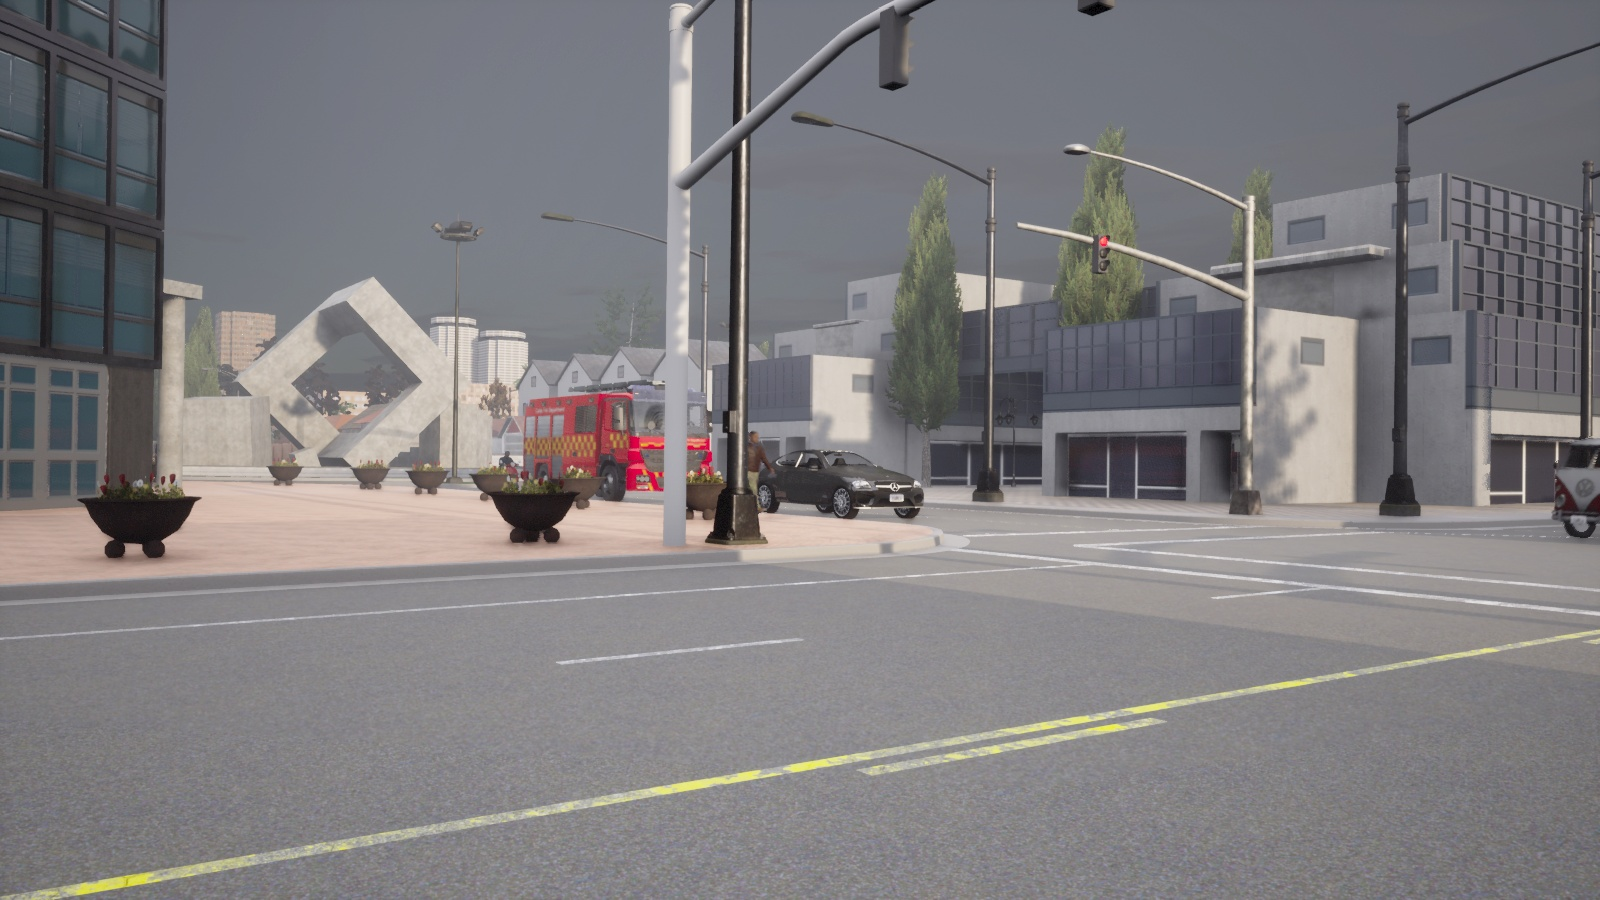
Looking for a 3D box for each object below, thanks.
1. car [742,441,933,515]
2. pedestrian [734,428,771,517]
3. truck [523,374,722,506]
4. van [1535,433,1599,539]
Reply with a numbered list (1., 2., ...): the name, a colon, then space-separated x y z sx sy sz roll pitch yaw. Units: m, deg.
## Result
1. car: 0.809 0.645 30.856 2.152 1.651 5.027 1 -1 -34
2. pedestrian: -0.999 0.476 26.438 0.431 1.840 0.703 1 -1 -40
3. truck: -5.982 -0.266 40.798 2.891 3.827 8.468 1 -1 -34
4. van: 16.798 0.698 24.660 4.442 1.987 1.775 1 0 -23
